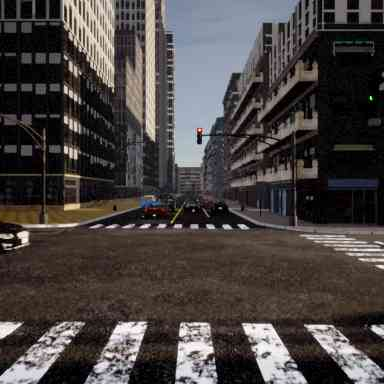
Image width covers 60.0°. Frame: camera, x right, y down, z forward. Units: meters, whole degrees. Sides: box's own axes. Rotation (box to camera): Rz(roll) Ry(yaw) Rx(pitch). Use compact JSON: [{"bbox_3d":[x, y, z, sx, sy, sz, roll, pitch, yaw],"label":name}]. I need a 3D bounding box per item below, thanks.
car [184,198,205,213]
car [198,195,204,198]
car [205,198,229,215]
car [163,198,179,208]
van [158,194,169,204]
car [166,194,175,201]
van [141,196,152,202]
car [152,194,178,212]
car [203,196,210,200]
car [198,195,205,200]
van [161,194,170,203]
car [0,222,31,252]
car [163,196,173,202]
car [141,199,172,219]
[{"bbox_3d":[0.121,1.604,36.510,1.895,1.301,4.718,0,0,0],"label":"car"},{"bbox_3d":[2.702,1.560,60.690,2.008,1.369,4.403,0,0,0],"label":"car"},{"bbox_3d":[2.696,1.568,33.760,1.947,1.339,4.313,0,0,0],"label":"car"},{"bbox_3d":[-3.072,1.570,49.553,1.994,1.385,4.181,0,0,0],"label":"car"},{"bbox_3d":[-5.678,1.353,66.345,1.690,1.788,3.998,0,0,0],"label":"van"},{"bbox_3d":[-5.672,1.336,88.963,2.192,1.841,5.009,0,0,0],"label":"car"},{"bbox_3d":[-5.683,1.346,43.728,1.690,1.788,3.998,0,0,0],"label":"van"},{"bbox_3d":[-3.095,1.225,39.463,2.150,2.045,5.566,0,0,0],"label":"car"},{"bbox_3d":[2.698,1.549,43.727,1.887,1.381,4.507,0,0,0],"label":"car"},{"bbox_3d":[2.710,1.590,94.615,1.947,1.339,4.313,0,0,0],"label":"car"},{"bbox_3d":[-5.676,1.355,72.000,1.690,1.788,3.998,0,0,0],"label":"van"},{"bbox_3d":[-8.222,1.369,11.490,4.902,1.511,2.128,1,0,-1],"label":"car"},{"bbox_3d":[-5.674,1.567,77.654,2.008,1.369,4.403,0,0,0],"label":"car"},{"bbox_3d":[-3.095,1.603,29.564,1.895,1.301,4.718,0,0,0],"label":"car"}]
